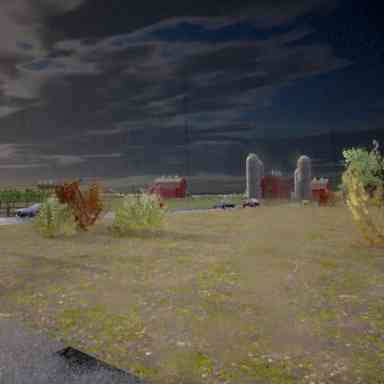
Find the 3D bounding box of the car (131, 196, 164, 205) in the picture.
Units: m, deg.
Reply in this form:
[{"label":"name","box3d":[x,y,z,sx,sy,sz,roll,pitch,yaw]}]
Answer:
[{"label":"car","box3d":[-6.122,1.630,45.119,2.150,2.045,5.566,-1,0,36]}]

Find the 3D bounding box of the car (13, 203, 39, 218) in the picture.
[{"label":"car","box3d":[-14.788,1.804,33.120,2.033,1.411,5.357,-1,-1,36]}]

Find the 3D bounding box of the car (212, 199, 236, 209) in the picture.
[{"label":"car","box3d":[5.446,2.009,54.897,2.128,1.511,4.902,-1,-1,36]}]

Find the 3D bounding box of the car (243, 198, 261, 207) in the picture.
[{"label":"car","box3d":[11.456,1.984,63.298,2.097,1.767,4.553,-1,-1,36]}]

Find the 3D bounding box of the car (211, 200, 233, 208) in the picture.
[{"label":"car","box3d":[5.561,2.151,61.112,1.837,1.490,4.892,-1,-2,36]}]
